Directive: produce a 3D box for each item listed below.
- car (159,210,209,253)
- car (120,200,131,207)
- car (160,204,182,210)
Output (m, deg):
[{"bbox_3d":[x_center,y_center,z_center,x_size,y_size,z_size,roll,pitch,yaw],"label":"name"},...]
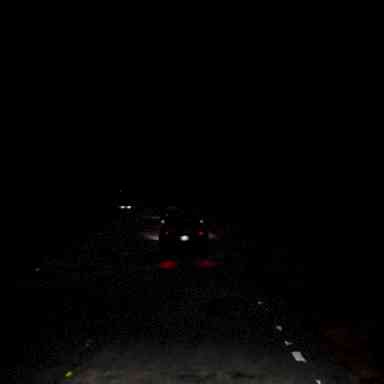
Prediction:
[{"bbox_3d":[-0.402,1.704,14.403,1.994,1.385,4.181,0,-1,-3],"label":"car"},{"bbox_3d":[-13.928,2.272,69.504,2.033,1.411,5.357,0,-1,-17],"label":"car"},{"bbox_3d":[-1.852,1.812,29.544,1.812,1.442,4.674,0,0,-7],"label":"car"}]
